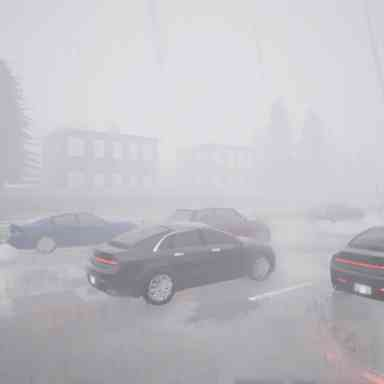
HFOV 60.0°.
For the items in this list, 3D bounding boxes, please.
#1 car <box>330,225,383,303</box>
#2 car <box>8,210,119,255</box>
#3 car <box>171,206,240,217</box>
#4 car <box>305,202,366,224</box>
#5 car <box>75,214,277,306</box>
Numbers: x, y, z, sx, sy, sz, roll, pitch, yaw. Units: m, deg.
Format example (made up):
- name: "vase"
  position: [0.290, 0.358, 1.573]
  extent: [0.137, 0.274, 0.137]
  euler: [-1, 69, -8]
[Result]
- name: "car"
  position: [5.015, 1.472, 7.354]
  extent: [4.892, 1.490, 1.837]
  euler: [0, 0, -36]
- name: "car"
  position: [-4.559, 1.477, 13.404]
  extent: [5.008, 1.535, 1.882]
  euler: [0, 0, -36]
- name: "car"
  position: [1.048, 1.328, 13.122]
  extent: [4.553, 1.767, 2.097]
  euler: [0, 0, -36]
- name: "car"
  position: [10.457, 1.465, 24.191]
  extent: [5.357, 1.411, 2.033]
  euler: [0, 0, -36]
- name: "car"
  position: [-0.009, 1.493, 8.052]
  extent: [4.892, 1.490, 1.837]
  euler: [0, 0, -36]
